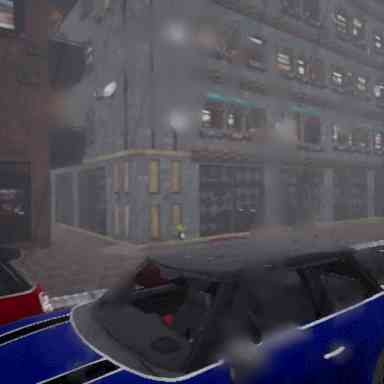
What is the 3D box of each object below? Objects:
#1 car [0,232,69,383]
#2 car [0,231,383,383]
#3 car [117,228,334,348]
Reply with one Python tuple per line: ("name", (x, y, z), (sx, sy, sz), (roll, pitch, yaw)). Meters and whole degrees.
("car", (-3.677, 1.442, 3.487), (4.097, 1.590, 1.967), (0, -1, -36))
("car", (0.122, 1.350, 3.156), (4.553, 1.767, 2.097), (0, 0, -36))
("car", (0.841, 1.578, 6.711), (4.206, 1.307, 1.802), (0, -1, -36))
